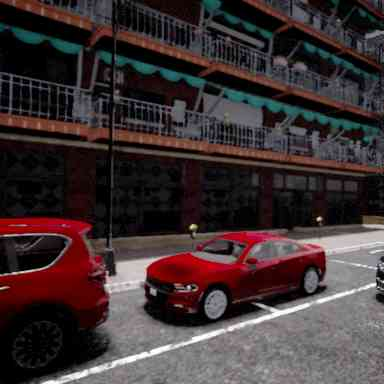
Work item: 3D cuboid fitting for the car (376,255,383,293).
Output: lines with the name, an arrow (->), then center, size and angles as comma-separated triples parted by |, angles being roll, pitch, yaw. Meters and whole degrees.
car -> 6.189, 1.584, 7.778 | 4.902, 1.511, 2.128 | 1, 0, -35

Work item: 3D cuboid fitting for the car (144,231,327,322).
car -> 1.134, 1.594, 7.345 | 4.507, 1.381, 1.887 | 1, 1, -35

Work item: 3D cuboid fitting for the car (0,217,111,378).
car -> -3.503, 1.309, 4.039 | 5.009, 1.841, 2.192 | 1, 1, -35
